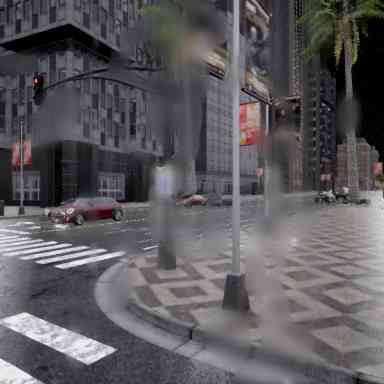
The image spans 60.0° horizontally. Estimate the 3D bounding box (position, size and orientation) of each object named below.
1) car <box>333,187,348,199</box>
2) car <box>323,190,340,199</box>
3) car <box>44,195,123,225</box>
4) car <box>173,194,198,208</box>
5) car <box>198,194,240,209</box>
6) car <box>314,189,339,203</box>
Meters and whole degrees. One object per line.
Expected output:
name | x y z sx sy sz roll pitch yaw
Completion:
car | 23.683 0.232 52.762 2.150 2.045 5.566 0 1 36
car | 25.768 0.353 61.321 1.882 1.535 5.008 0 1 36
car | -6.689 1.075 21.467 2.097 1.767 4.553 0 1 35
car | -0.163 0.966 36.296 1.812 1.442 4.674 0 1 35
car | 3.236 0.970 35.478 2.033 1.411 5.357 0 1 35
car | 17.823 0.677 44.481 1.837 1.490 4.892 0 1 35
